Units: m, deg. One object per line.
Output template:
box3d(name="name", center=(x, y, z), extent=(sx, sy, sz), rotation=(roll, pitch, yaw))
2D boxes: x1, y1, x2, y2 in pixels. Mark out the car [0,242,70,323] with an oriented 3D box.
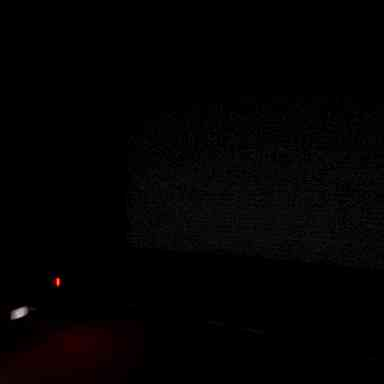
box3d(name="car", center=(-4.627, 1.578, 6.156), extent=(4.718, 1.301, 1.895), rotation=(0, 0, 27))
